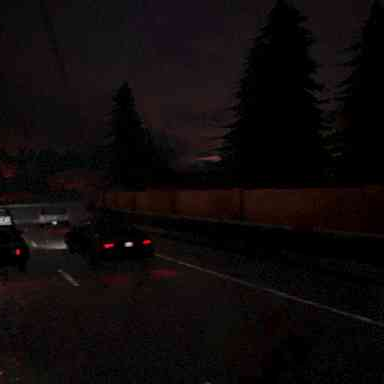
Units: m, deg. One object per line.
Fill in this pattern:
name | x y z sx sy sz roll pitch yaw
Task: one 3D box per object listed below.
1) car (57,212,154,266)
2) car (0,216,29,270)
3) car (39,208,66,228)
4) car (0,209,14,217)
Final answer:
car | -3.206 1.632 12.031 2.033 1.411 5.357 0 0 -32
car | -6.524 1.705 10.768 1.895 1.301 4.718 0 0 -31
car | -10.229 1.802 24.439 1.895 1.301 4.718 0 0 -26
car | -13.337 1.819 22.828 1.895 1.301 4.718 0 0 -26
